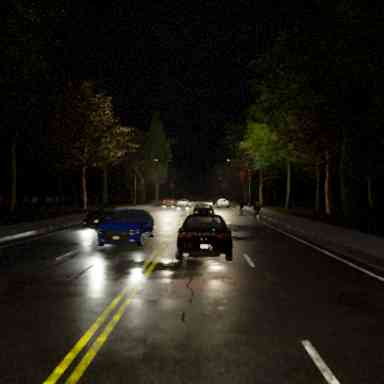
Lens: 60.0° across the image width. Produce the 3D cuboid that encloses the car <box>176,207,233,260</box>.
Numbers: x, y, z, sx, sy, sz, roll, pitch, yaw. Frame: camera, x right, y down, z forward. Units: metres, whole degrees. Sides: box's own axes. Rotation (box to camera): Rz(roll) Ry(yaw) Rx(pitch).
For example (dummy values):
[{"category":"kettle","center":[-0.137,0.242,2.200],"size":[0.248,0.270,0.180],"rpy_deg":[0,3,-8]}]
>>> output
[{"category":"car","center":[0.470,1.555,12.801],"size":[1.882,1.535,5.008],"rpy_deg":[1,0,2]}]

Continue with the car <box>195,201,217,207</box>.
[{"category":"car","center":[1.075,1.798,30.877],"size":[1.895,1.301,4.718],"rpy_deg":[1,0,2]}]

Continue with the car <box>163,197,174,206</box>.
[{"category":"car","center":[-4.411,1.776,64.530],"size":[2.097,1.767,4.553],"rpy_deg":[0,-1,2]}]

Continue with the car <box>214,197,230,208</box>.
[{"category":"car","center":[5.177,1.957,56.107],"size":[1.812,1.442,4.674],"rpy_deg":[1,0,2]}]

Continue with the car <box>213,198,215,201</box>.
[{"category":"car","center":[5.659,1.959,73.551],"size":[2.097,1.767,4.553],"rpy_deg":[1,-1,2]}]

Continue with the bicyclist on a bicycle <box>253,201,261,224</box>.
[{"category":"bicyclist on a bicycle","center":[4.939,1.567,25.397],"size":[0.659,1.776,1.843],"rpy_deg":[1,0,2]}]

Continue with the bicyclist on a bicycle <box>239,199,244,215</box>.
[{"category":"bicyclist on a bicycle","center":[5.277,1.638,35.507],"size":[0.659,1.776,1.843],"rpy_deg":[1,0,2]}]

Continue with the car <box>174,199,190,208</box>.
[{"category":"car","center":[-1.467,1.901,56.606],"size":[1.812,1.442,4.674],"rpy_deg":[1,0,2]}]

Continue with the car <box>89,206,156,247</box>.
[{"category":"car","center":[-2.889,1.541,15.484],"size":[1.882,1.535,5.008],"rpy_deg":[1,-1,2]}]

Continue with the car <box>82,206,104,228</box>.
[{"category":"car","center":[-5.900,1.645,22.675],"size":[1.994,1.385,4.181],"rpy_deg":[1,0,2]}]
